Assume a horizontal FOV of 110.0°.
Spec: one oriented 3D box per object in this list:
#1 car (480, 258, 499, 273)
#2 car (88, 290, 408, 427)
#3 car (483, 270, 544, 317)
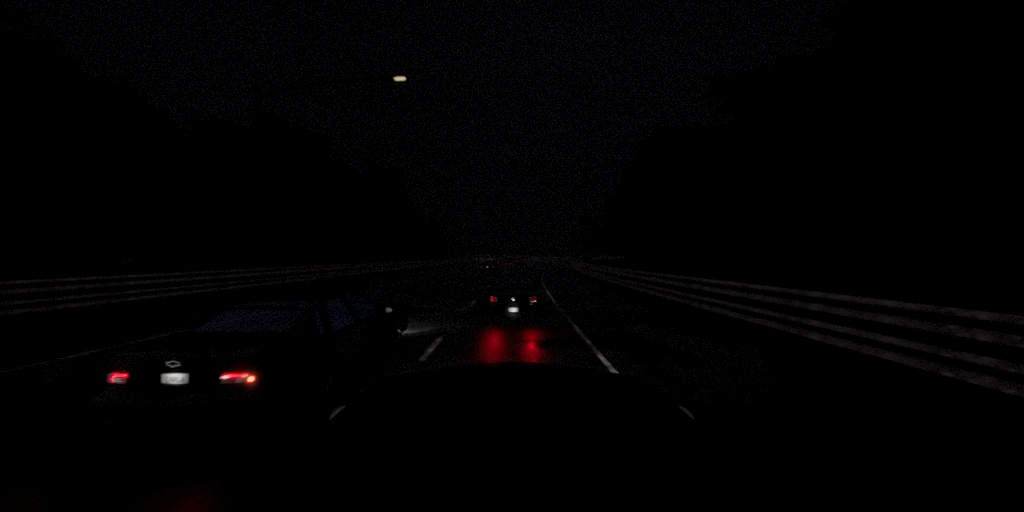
[{"bbox_3d":[-2.610,1.249,42.116,2.033,1.411,5.357,0,0,2],"label":"car"},{"bbox_3d":[-3.414,1.295,6.161,2.033,1.411,5.357,0,0,0],"label":"car"},{"bbox_3d":[0.074,1.352,13.155,1.895,1.301,4.718,0,0,1],"label":"car"}]
